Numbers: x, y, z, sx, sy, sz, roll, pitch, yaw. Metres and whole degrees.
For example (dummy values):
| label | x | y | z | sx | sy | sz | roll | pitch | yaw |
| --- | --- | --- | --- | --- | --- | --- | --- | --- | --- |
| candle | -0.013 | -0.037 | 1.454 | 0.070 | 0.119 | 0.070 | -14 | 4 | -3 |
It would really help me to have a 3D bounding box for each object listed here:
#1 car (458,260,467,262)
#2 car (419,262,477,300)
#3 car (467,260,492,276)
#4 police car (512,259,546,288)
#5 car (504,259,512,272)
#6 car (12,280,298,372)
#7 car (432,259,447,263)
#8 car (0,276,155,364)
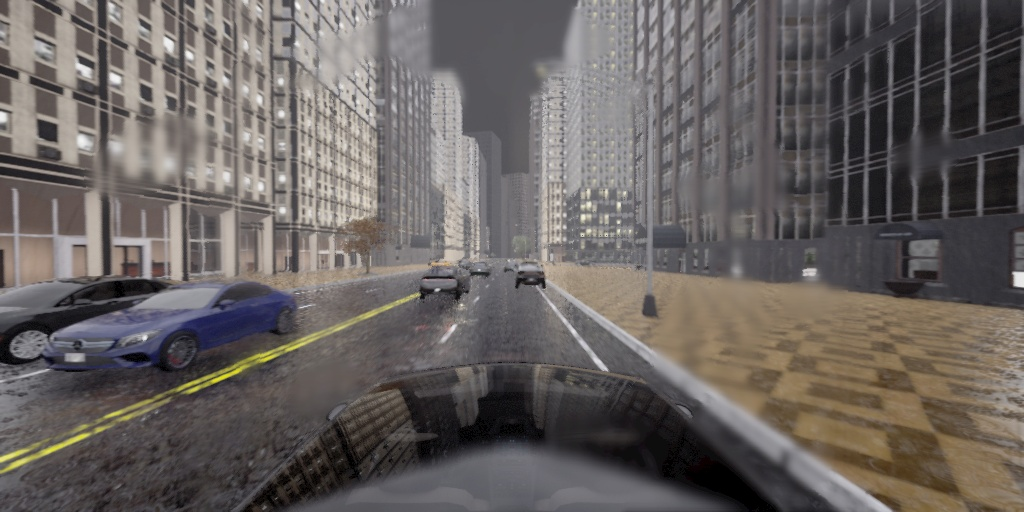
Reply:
| label | x | y | z | sx | sy | sz | roll | pitch | yaw |
| --- | --- | --- | --- | --- | --- | --- | --- | --- | --- |
| car | -6.575 | 1.255 | 49.083 | 1.837 | 1.490 | 4.892 | 0 | 0 | 0 |
| car | -3.155 | 1.241 | 17.574 | 2.128 | 1.511 | 4.902 | 0 | 0 | 0 |
| car | -3.161 | 1.314 | 36.525 | 1.994 | 1.385 | 4.181 | 0 | 0 | 0 |
| police car | 1.131 | 1.176 | 23.650 | 1.930 | 1.638 | 5.238 | 0 | 0 | 0 |
| car | 0.017 | 1.315 | 45.123 | 1.994 | 1.385 | 4.181 | 0 | 0 | 0 |
| car | -6.600 | 1.275 | 7.747 | 1.812 | 1.442 | 4.674 | 0 | 0 | 0 |
| car | -9.822 | 1.228 | 49.043 | 1.882 | 1.535 | 5.008 | 0 | 0 | 0 |
| car | -9.849 | 1.255 | 8.129 | 1.837 | 1.490 | 4.892 | 0 | 0 | 0 |
